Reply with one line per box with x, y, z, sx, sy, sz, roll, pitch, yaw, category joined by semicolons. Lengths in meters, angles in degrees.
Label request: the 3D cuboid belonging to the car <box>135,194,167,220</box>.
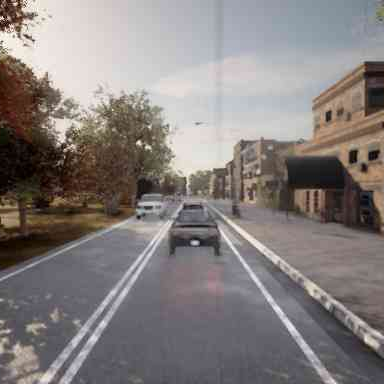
-3.335;1.169;28.174;2.150;2.045;5.566;0;0;0;car

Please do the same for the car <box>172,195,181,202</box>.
-3.221;1.366;69.624;2.128;1.511;4.902;0;0;0;car

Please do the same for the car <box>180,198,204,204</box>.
0.113;1.421;30.507;1.882;1.535;5.008;0;0;0;car

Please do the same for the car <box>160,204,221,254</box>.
0.103;1.466;13.444;2.128;1.511;4.902;0;0;0;car
